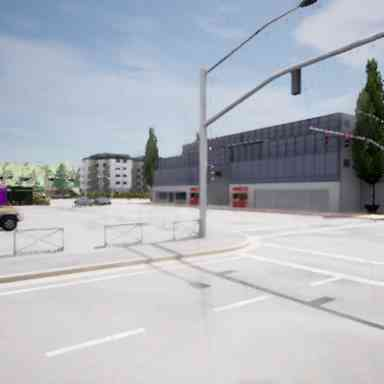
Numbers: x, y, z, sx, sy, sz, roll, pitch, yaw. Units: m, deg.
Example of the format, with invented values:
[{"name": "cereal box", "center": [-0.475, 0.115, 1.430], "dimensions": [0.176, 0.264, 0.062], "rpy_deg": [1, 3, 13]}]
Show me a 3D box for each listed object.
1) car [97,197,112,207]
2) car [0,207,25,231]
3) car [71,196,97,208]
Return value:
[{"name": "car", "center": [-14.682, 1.592, 54.236], "dimensions": [2.033, 1.411, 5.357], "rpy_deg": [0, 0, -33]}, {"name": "car", "center": [-11.327, 1.156, 17.345], "dimensions": [4.605, 1.855, 1.932], "rpy_deg": [0, 0, -35]}, {"name": "car", "center": [-16.456, 1.542, 50.562], "dimensions": [1.837, 1.490, 4.892], "rpy_deg": [0, 0, -33]}]
